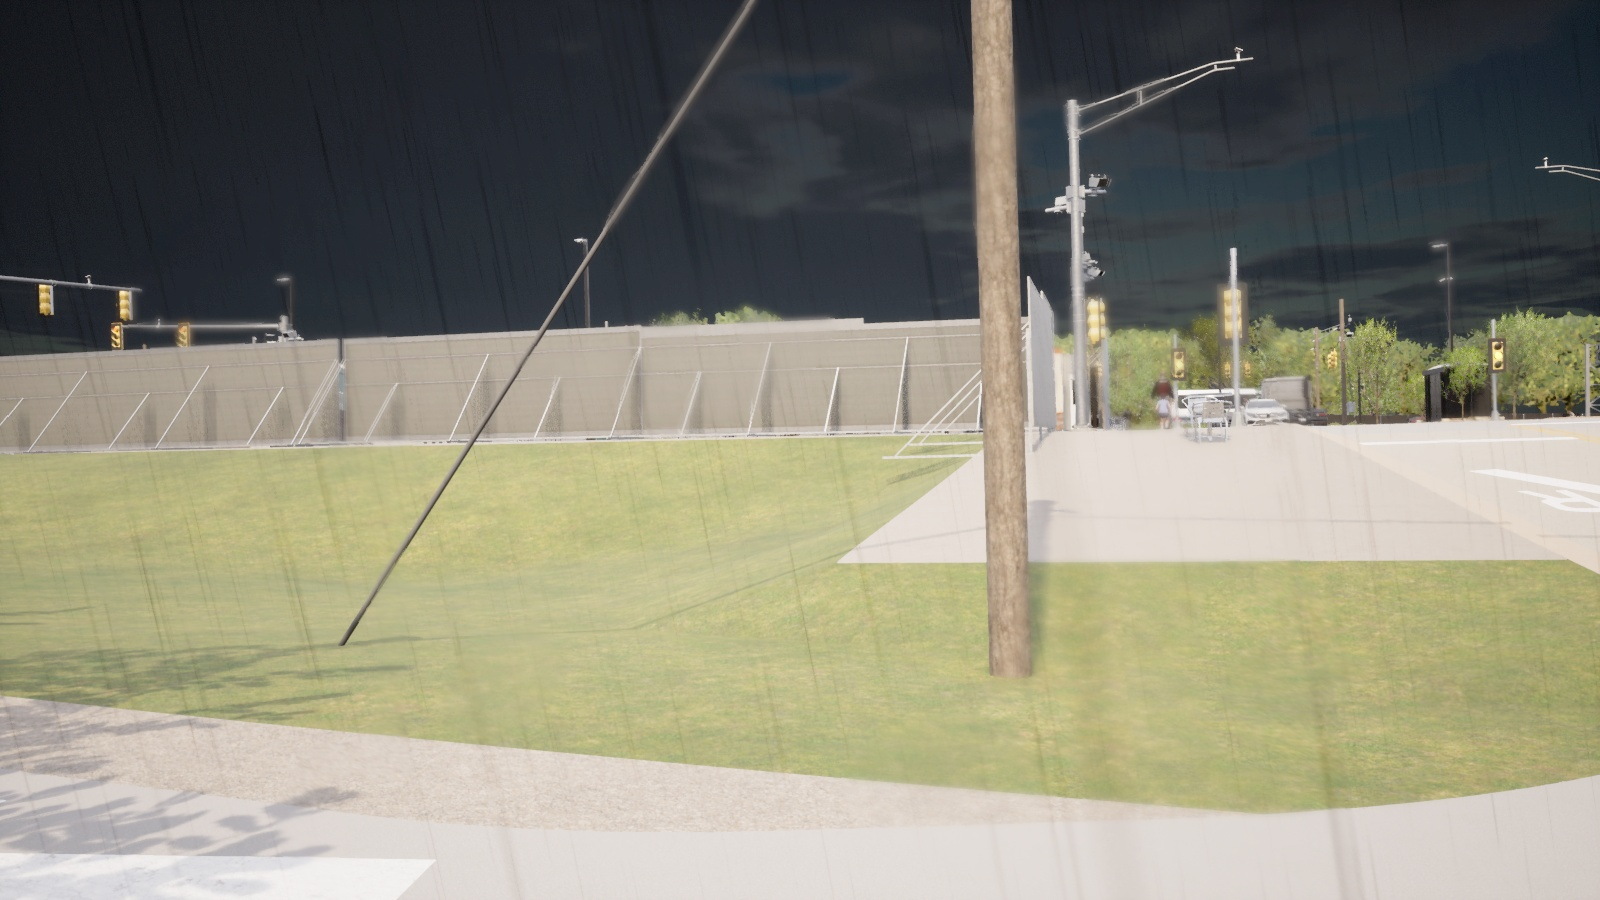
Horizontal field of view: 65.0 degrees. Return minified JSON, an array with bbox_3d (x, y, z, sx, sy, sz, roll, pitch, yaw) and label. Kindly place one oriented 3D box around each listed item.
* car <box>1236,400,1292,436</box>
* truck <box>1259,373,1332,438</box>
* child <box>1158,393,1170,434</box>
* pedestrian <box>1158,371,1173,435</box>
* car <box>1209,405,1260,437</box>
[{"bbox_3d":[20.679,-1.397,56.103,1.812,1.442,4.674,-1,0,14],"label":"car"},{"bbox_3d":[29.001,-2.507,73.824,2.891,3.462,7.936,-1,0,14],"label":"truck"},{"bbox_3d":[9.928,-0.983,34.221,0.255,1.110,0.394,-1,0,20],"label":"child"},{"bbox_3d":[10.758,-1.373,37.008,0.376,1.854,0.720,-1,0,15],"label":"pedestrian"},{"bbox_3d":[24.247,-1.586,70.191,2.242,1.667,4.611,-1,0,14],"label":"car"}]
